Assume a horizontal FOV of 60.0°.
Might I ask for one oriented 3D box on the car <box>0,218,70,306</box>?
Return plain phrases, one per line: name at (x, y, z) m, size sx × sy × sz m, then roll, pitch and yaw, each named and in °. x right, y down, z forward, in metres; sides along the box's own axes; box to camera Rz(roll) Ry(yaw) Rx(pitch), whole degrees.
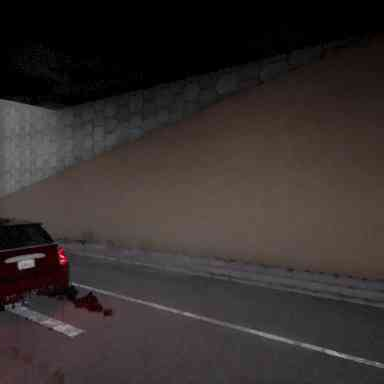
car at (-4.786, 1.353, 7.396) m, size 4.553 × 1.767 × 2.097 m, roll 0°, pitch 0°, yaw 36°
